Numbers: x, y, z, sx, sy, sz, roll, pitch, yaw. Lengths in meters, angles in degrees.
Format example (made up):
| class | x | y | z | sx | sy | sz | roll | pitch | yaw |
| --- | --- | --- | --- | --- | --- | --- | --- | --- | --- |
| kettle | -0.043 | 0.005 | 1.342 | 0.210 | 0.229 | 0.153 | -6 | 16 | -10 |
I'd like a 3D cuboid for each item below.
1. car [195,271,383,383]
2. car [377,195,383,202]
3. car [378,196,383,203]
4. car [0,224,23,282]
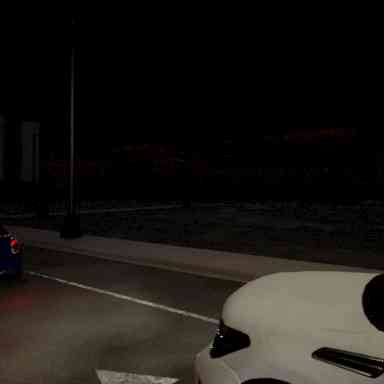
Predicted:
| class | x | y | z | sx | sy | sz | roll | pitch | yaw |
| --- | --- | --- | --- | --- | --- | --- | --- | --- | --- |
| car | 2.688 | 1.212 | 2.072 | 5.566 | 2.045 | 2.150 | 0 | 0 | 35 |
| car | 39.919 | 1.370 | 67.959 | 1.853 | 1.218 | 4.536 | 1 | 1 | 6 |
| car | 39.912 | 1.528 | 67.910 | 2.038 | 1.542 | 4.974 | 1 | 1 | 6 |
| car | -6.392 | 1.349 | 8.559 | 4.553 | 1.767 | 2.097 | 0 | 0 | 36 |
